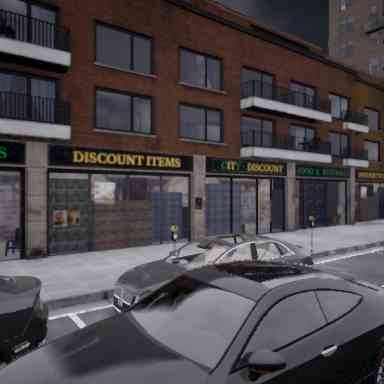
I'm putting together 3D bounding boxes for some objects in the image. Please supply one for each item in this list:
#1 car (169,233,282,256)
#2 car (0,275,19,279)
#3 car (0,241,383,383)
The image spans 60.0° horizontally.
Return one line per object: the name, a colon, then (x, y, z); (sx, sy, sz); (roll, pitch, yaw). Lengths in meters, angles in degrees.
car: (0.623, 1.550, 6.628); (4.403, 1.369, 2.008); (0, 0, -35)
car: (-3.873, 1.551, 3.427); (4.403, 1.369, 2.008); (0, 0, -35)
car: (0.453, 1.525, 3.393); (4.674, 1.442, 1.812); (0, 0, -35)
